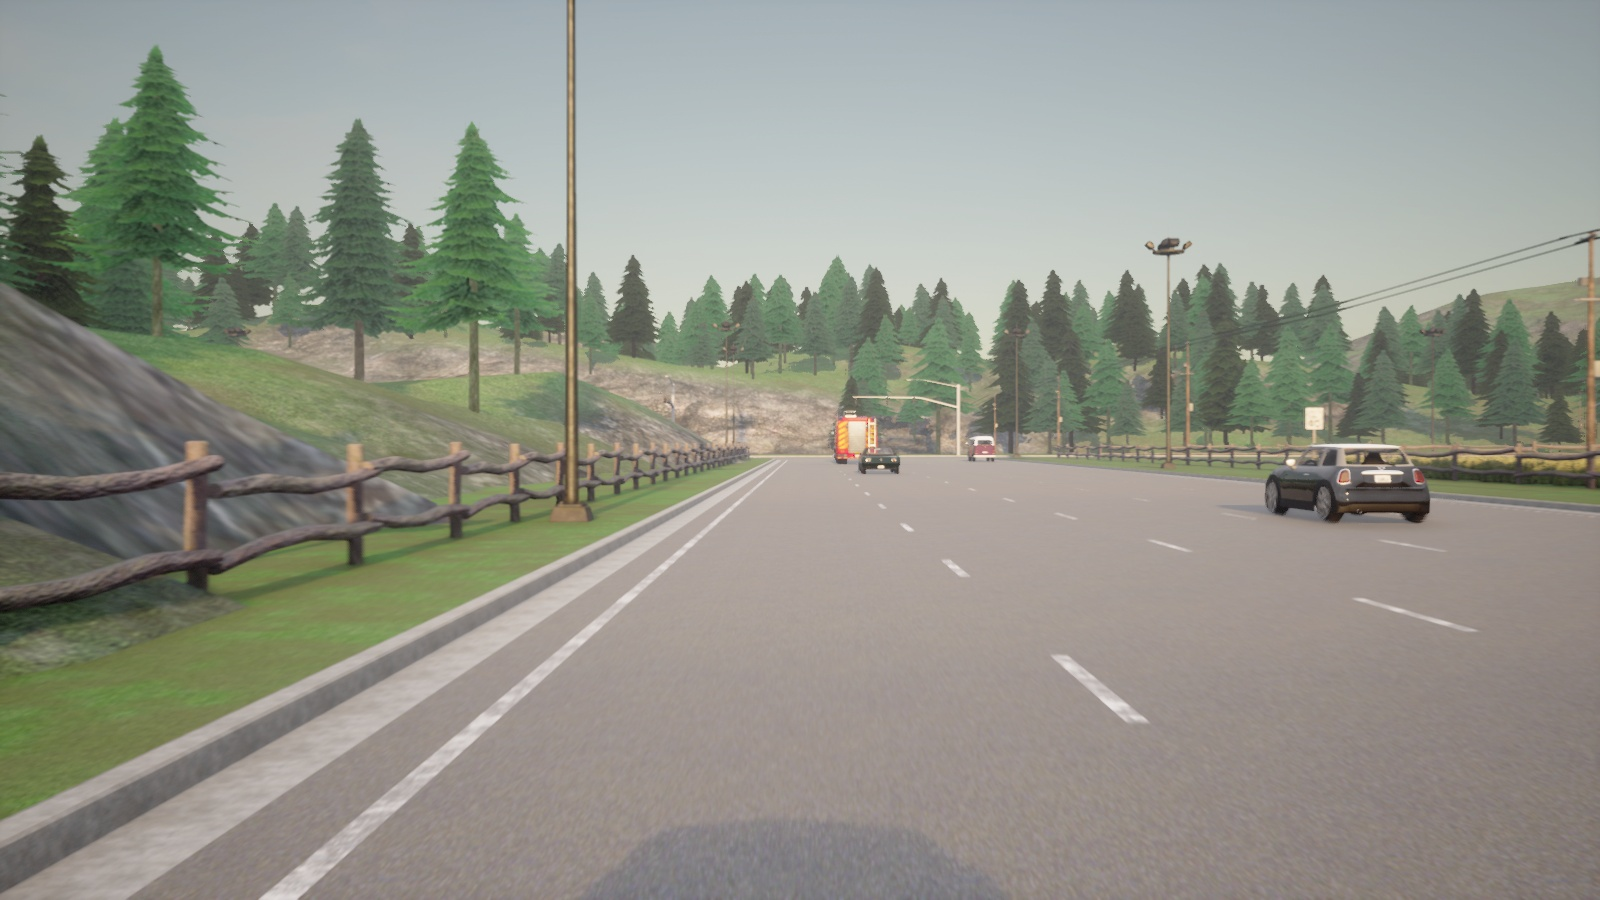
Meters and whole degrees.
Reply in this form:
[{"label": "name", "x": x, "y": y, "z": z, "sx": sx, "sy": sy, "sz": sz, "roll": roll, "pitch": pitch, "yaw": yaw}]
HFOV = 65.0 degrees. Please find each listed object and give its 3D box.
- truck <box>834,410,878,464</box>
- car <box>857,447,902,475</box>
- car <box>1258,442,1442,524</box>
[{"label": "truck", "x": 4.045, "y": -0.919, "z": 92.808, "sx": 2.891, "sy": 3.827, "sz": 8.468, "roll": 0, "pitch": 0, "yaw": 0}, {"label": "car", "x": 3.867, "y": 0.515, "z": 61.703, "sx": 1.895, "sy": 1.301, "sz": 4.718, "roll": 0, "pitch": 0, "yaw": 0}, {"label": "car", "x": 10.656, "y": 0.587, "z": 24.654, "sx": 1.970, "sy": 1.475, "sz": 3.806, "roll": 0, "pitch": 0, "yaw": 0}]
